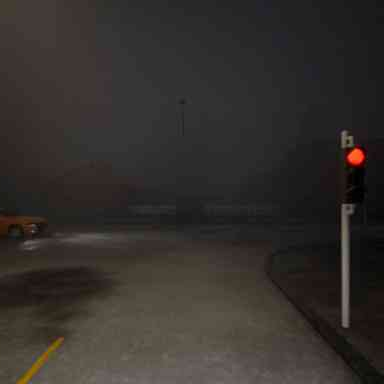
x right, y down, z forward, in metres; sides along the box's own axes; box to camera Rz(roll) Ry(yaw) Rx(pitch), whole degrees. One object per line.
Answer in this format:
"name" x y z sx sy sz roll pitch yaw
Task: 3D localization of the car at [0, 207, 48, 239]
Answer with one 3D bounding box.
"car" -9.893 1.494 16.782 5.008 1.535 1.882 0 0 3
